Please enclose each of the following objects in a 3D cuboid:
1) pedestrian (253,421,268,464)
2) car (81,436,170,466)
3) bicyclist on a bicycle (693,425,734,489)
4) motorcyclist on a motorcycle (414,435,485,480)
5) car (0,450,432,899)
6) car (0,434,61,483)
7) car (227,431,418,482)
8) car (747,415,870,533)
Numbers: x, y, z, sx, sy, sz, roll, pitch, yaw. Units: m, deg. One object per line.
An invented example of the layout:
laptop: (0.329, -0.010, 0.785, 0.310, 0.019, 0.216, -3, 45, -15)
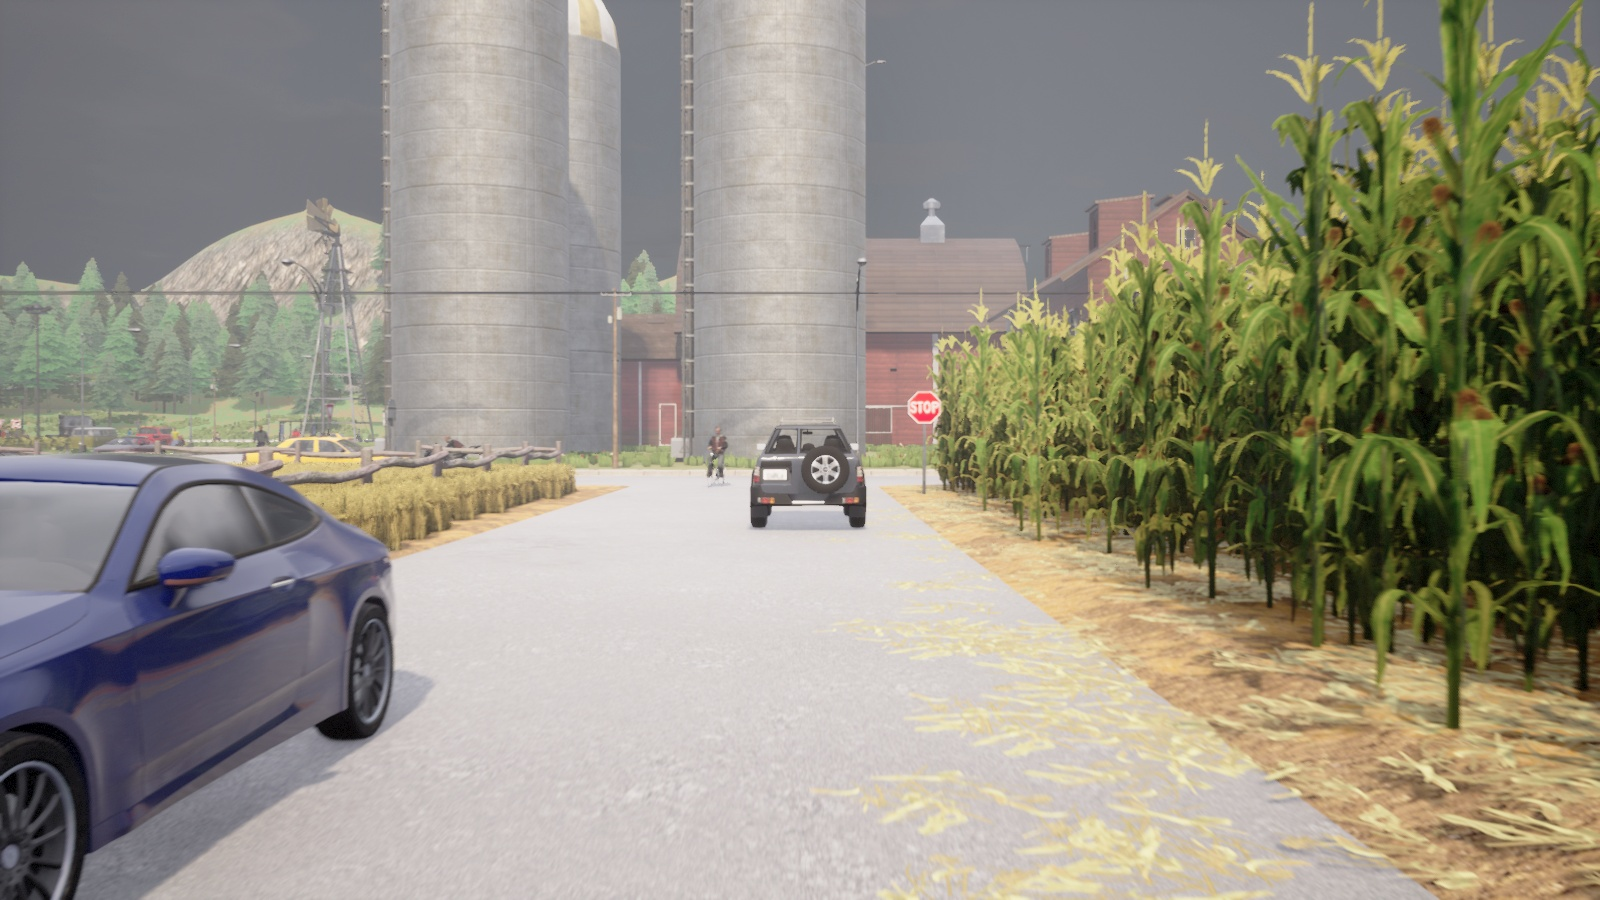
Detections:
pedestrian: (-24.740, -0.358, 57.604, 0.423, 1.949, 0.788, 0, 1, -9)
car: (-32.198, 0.008, 60.083, 1.994, 1.385, 4.181, 0, 1, -1)
bicyclist on a bicycle: (-2.465, 0.195, 36.047, 0.659, 1.776, 1.843, 1, 1, 12)
motorcyclist on a motorcycle: (-12.045, 0.246, 43.198, 2.191, 1.530, 0.866, 0, 1, 1)
car: (-3.058, 0.739, 4.959, 1.812, 1.442, 4.674, 0, 0, 0)
car: (-26.440, 0.251, 39.776, 4.792, 1.488, 2.163, 0, 1, 0)
car: (-15.031, 0.200, 39.721, 5.366, 1.575, 1.801, 0, 1, 0)
car: (0.137, 0.350, 22.044, 1.932, 1.855, 4.605, 0, 1, 0)
